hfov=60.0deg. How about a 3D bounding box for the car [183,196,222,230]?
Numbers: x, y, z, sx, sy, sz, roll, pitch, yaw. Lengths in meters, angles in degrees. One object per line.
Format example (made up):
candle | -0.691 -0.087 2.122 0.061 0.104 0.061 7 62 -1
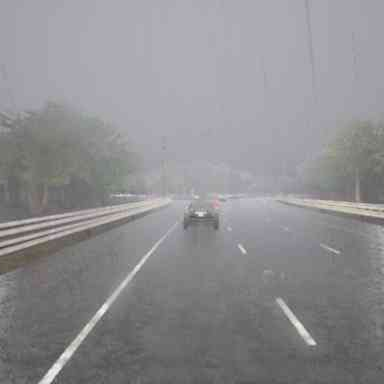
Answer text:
car | 0.636 1.360 21.455 2.097 1.767 4.553 0 0 3

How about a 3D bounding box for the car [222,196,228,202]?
car | 6.991 1.629 74.402 1.895 1.301 4.718 0 0 11
